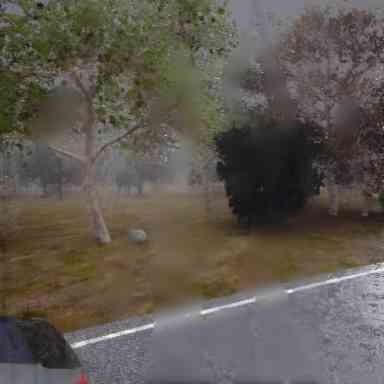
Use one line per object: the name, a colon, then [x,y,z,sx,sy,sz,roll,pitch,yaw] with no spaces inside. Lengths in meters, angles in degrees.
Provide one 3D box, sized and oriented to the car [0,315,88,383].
car: [-2.756,1.558,1.894,4.181,1.385,1.994,0,0,-36]
